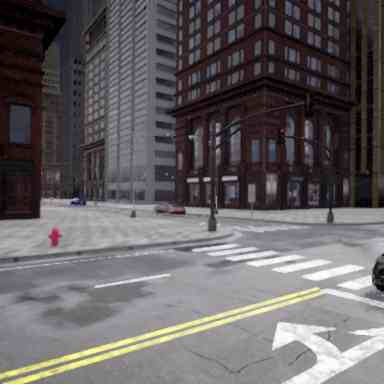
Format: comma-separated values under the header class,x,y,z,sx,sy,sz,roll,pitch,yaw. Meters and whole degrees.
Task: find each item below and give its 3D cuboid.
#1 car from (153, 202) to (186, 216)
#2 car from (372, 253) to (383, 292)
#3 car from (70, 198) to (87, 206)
class,x,y,z,sx,sy,sz,roll,pitch,yaw
car,-2.454,1.781,35.630,1.994,1.385,4.181,1,-1,-35
car,6.048,1.595,7.757,4.181,1.385,1.994,0,0,-36
car,-21.137,1.841,61.728,1.882,1.535,5.008,1,-1,-35
